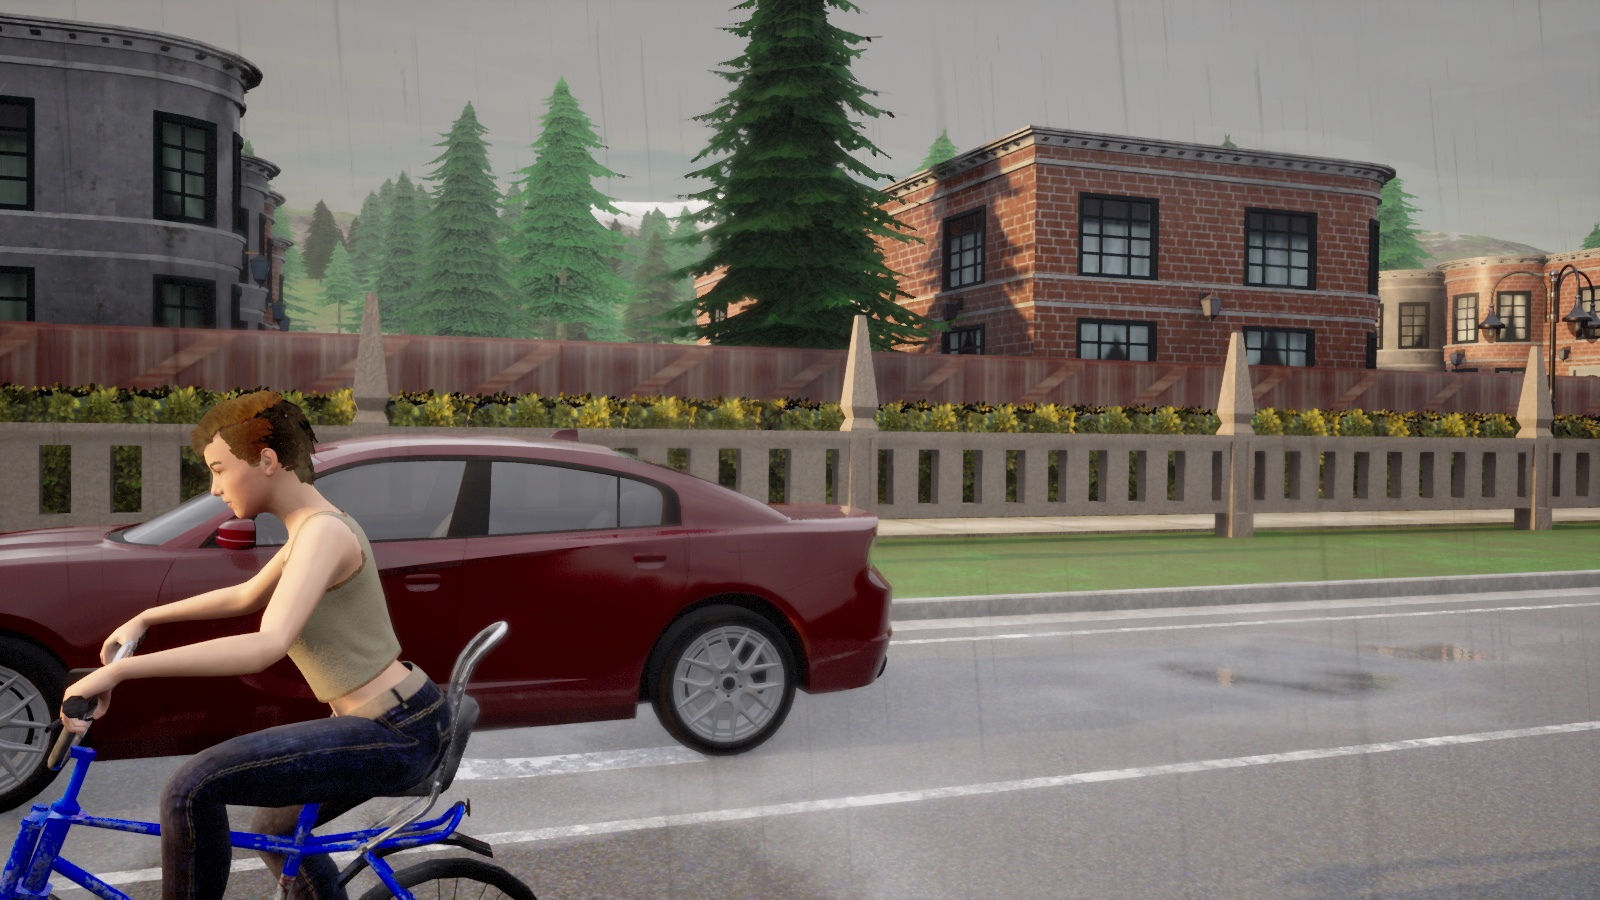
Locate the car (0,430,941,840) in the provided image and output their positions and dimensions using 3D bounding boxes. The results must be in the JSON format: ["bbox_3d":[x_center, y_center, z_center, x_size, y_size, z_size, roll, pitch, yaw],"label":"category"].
[{"bbox_3d":[-1.981,0.696,6.232,5.008,1.535,1.882,-1,1,-21],"label":"car"}]

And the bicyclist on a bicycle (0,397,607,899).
[{"bbox_3d":[-1.262,0.703,2.754,1.509,1.612,0.866,-1,1,-20],"label":"bicyclist on a bicycle"}]
